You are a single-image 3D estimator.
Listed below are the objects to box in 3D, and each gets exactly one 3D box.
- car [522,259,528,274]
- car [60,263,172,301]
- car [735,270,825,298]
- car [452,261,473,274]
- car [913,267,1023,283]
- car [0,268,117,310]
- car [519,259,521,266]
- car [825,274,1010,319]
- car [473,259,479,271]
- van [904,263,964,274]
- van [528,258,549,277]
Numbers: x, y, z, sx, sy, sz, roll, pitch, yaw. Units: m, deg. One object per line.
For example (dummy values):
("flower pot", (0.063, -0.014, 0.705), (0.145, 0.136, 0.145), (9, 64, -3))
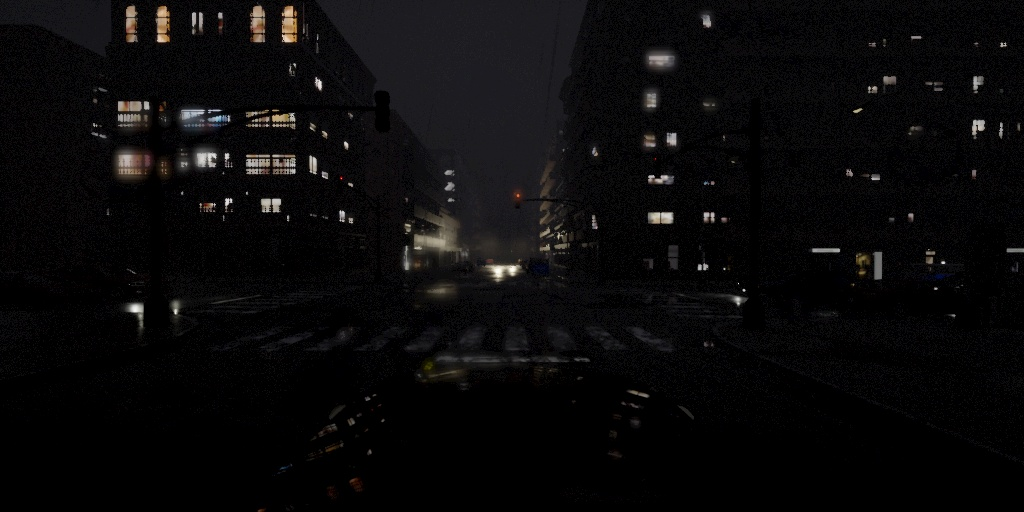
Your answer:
("car", (2.680, 1.091, 41.457), (2.192, 1.841, 5.009), (0, 0, 0))
("car", (-18.007, 1.086, 15.801), (5.008, 1.535, 1.882), (1, 0, 0))
("car", (14.956, 1.453, 18.993), (5.357, 1.411, 2.033), (1, 0, 0))
("car", (-5.887, 1.359, 41.497), (1.802, 1.307, 4.207), (0, 0, 0))
("car", (24.866, 1.516, 18.987), (4.892, 1.490, 1.837), (1, 0, 0))
("car", (-17.756, 1.215, 13.219), (4.207, 1.307, 1.802), (0, 0, 0))
("car", (2.617, 1.252, 58.018), (1.967, 1.591, 4.097), (0, 0, 0))
("car", (14.697, 1.498, 13.200), (4.507, 1.381, 1.888), (0, 0, 0))
("car", (-5.894, 1.352, 47.018), (1.948, 1.339, 4.313), (0, 0, 0))
("van", (26.071, 1.343, 21.563), (3.998, 1.789, 1.690), (0, 0, 0))
("van", (2.776, 1.109, 35.961), (1.690, 1.789, 3.998), (0, 0, 0))
